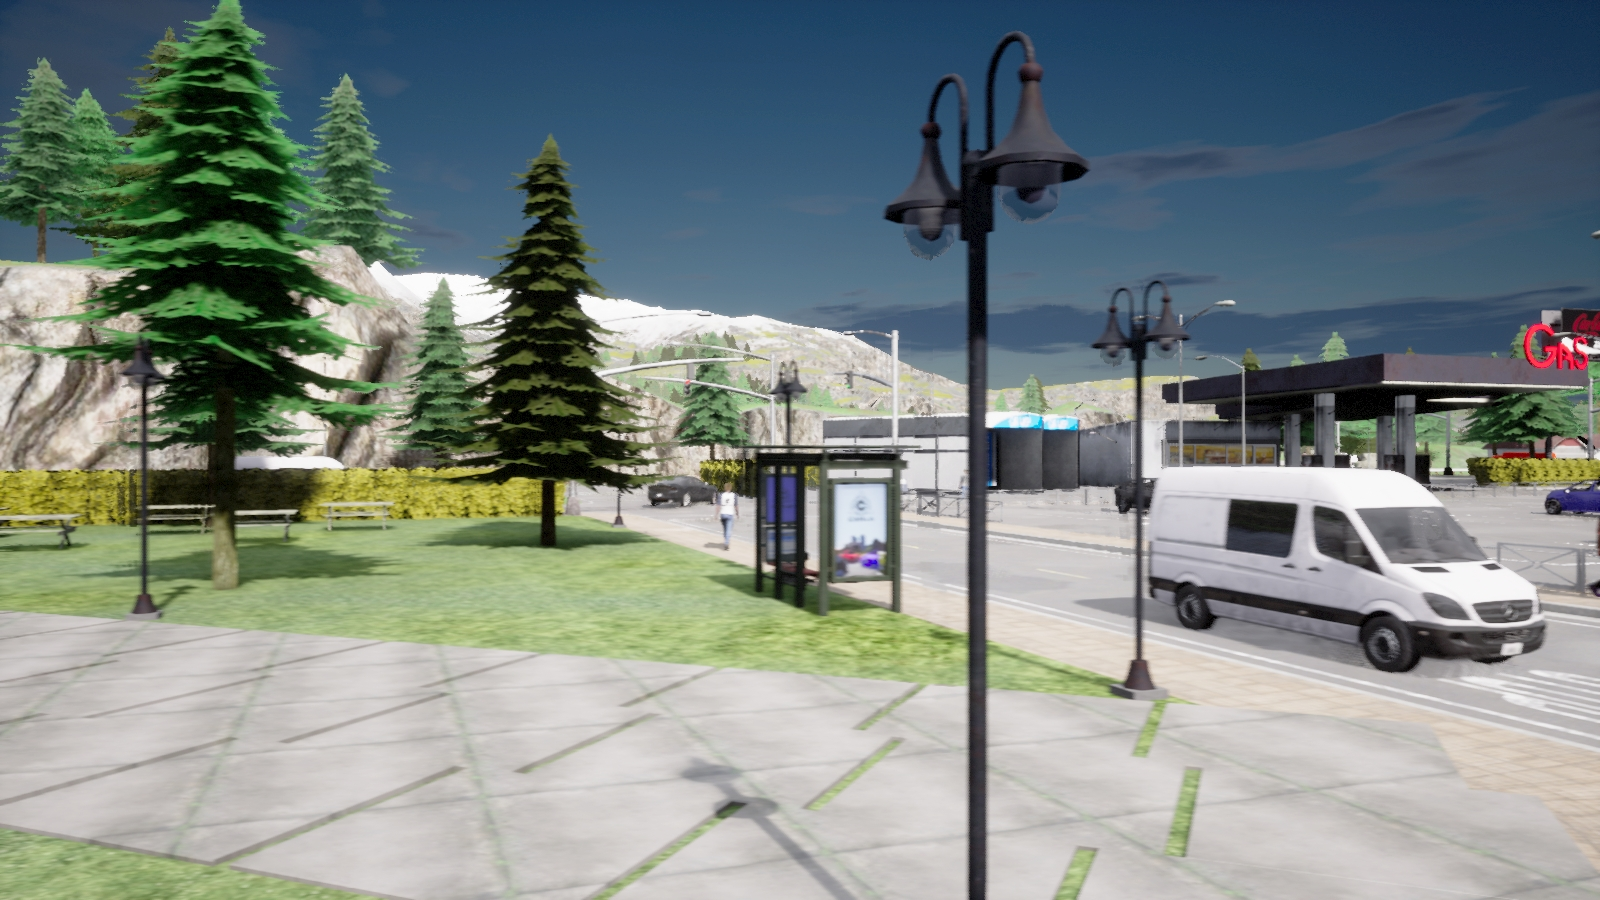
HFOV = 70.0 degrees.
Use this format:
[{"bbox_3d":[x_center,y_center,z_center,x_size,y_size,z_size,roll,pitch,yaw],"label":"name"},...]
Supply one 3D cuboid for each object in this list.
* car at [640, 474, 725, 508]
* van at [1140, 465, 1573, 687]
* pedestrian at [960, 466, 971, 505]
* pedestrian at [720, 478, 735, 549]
[{"bbox_3d":[-5.899,2.031,57.985,2.097,1.535,5.006,1,0,23],"label":"car"},{"bbox_3d":[7.643,1.531,16.633,1.988,2.561,5.915,0,0,-21],"label":"van"},{"bbox_3d":[7.862,1.693,54.322,0.375,1.860,0.375,0,0,-21],"label":"pedestrian"},{"bbox_3d":[-1.940,1.692,30.527,0.375,1.860,0.375,0,0,3],"label":"pedestrian"}]
